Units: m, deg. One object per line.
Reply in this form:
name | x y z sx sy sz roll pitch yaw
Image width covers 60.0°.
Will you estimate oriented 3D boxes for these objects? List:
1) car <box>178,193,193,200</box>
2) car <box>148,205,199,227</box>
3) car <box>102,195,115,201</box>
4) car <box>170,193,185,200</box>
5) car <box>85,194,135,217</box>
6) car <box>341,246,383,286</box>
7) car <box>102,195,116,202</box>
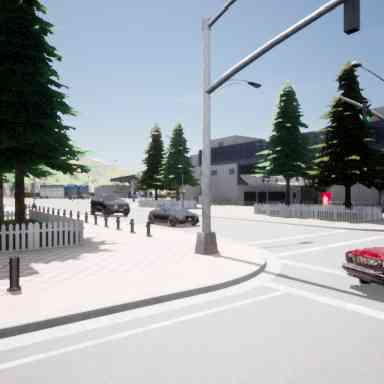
car | -1.741 1.088 88.124 1.905 1.878 3.866 0 0 -37
car | -1.342 1.578 22.929 1.994 1.385 4.181 0 0 -37
car | -20.863 1.397 82.833 1.970 1.475 3.806 0 0 -37
car | -3.828 1.109 86.061 1.932 1.855 4.605 0 0 -37
car | -7.891 1.233 31.594 2.150 2.045 5.566 0 0 -37
car | 5.975 1.601 7.892 4.718 1.301 1.895 0 0 -20
car | -18.834 1.387 75.098 1.845 1.501 3.633 0 0 -37
